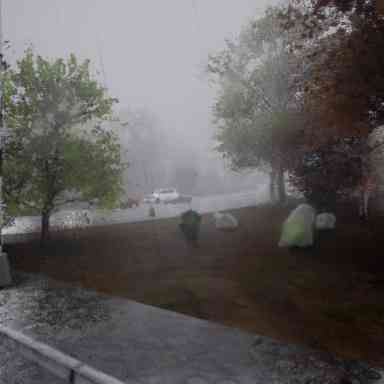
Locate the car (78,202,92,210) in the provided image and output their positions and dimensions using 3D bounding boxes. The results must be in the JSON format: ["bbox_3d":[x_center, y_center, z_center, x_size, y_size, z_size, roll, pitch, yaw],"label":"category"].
[{"bbox_3d":[-11.050,1.281,39.189,1.837,1.490,4.892,0,2,39],"label":"car"}]

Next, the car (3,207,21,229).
[{"bbox_3d":[-12.820,1.588,19.631,1.994,1.385,4.181,0,0,31],"label":"car"}]

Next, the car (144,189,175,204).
[{"bbox_3d":[-4.426,0.593,47.435,2.150,2.045,5.566,0,3,39],"label":"car"}]

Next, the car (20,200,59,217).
[{"bbox_3d":[-14.395,1.580,29.419,1.895,1.301,4.718,0,1,39],"label":"car"}]

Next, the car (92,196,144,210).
[{"bbox_3d":[-8.191,1.244,37.161,1.882,1.535,5.008,0,2,39],"label":"car"}]

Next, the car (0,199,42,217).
[{"bbox_3d":[-17.185,1.477,31.533,2.128,1.511,4.902,0,1,39],"label":"car"}]

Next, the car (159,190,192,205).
[{"bbox_3d":[-1.873,0.907,45.035,1.812,1.442,4.674,0,3,39],"label":"car"}]
